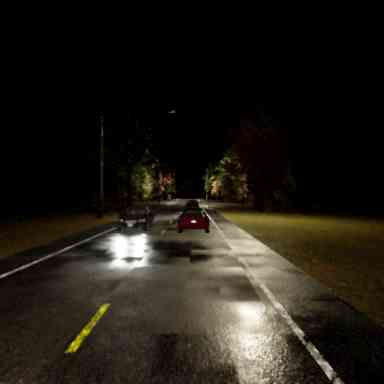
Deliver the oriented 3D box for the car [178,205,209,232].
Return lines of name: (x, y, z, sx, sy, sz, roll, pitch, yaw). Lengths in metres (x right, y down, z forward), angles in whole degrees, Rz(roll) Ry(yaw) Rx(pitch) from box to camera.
car: (0.101, 1.765, 21.937, 1.994, 1.385, 4.181, 0, 0, 0)

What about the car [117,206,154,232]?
car: (-3.593, 1.691, 21.869, 2.128, 1.511, 4.902, 0, -1, 0)

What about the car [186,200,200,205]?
car: (0.103, 1.981, 52.172, 1.837, 1.490, 4.892, 0, 0, 0)
